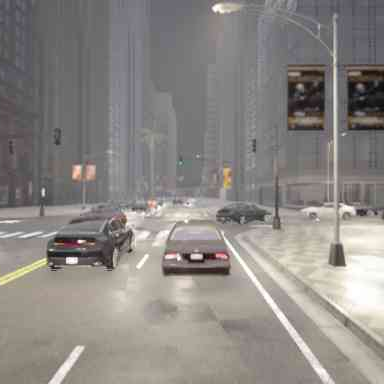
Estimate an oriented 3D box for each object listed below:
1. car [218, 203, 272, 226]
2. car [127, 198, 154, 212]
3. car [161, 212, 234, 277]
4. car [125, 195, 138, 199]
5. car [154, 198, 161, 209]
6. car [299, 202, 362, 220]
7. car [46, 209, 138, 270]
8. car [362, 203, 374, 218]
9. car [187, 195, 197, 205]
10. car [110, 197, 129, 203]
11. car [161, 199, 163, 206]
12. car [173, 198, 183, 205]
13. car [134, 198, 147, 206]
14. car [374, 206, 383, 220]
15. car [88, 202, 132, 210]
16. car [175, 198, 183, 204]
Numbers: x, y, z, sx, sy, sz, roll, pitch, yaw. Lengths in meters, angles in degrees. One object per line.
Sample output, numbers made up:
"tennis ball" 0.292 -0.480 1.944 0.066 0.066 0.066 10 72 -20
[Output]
"car" 3.898 1.581 24.243 4.892 1.490 1.837 0 -4 -42
"car" -6.596 1.822 43.512 2.033 1.411 5.357 0 0 0
"car" 0.101 1.589 10.375 2.033 1.411 5.357 0 0 0
"car" -9.819 1.578 53.419 2.150 2.045 5.566 0 0 0
"car" -6.572 1.703 52.794 2.097 1.767 4.553 0 0 0
"car" 11.634 1.630 28.618 4.674 1.442 1.812 0 -1 -1
"car" -3.150 1.551 11.134 1.837 1.490 4.892 0 0 0
"car" 15.184 1.694 31.432 4.313 1.339 1.947 0 -1 -1
"car" -0.002 1.766 73.313 2.150 2.045 5.566 0 -1 0
"car" -9.876 1.778 43.399 1.837 1.490 4.892 0 0 -2
"car" -6.502 1.933 62.871 2.128 1.511 4.902 0 -1 0
"car" -3.252 2.020 73.525 1.882 1.535 5.008 0 -1 0
"car" -9.752 1.975 63.765 1.812 1.442 4.674 0 -1 0
"car" 15.315 1.599 22.908 4.206 1.307 1.802 0 -1 -1
"car" -6.426 1.676 23.797 1.994 1.385 4.181 1 -1 -40
"car" -3.253 2.195 84.008 1.994 1.385 4.181 0 -1 0
